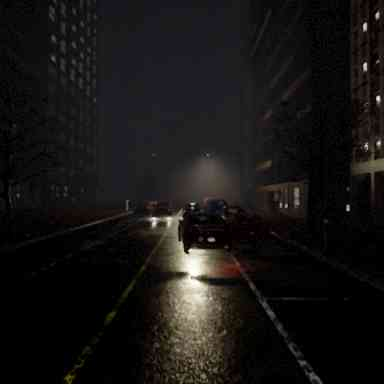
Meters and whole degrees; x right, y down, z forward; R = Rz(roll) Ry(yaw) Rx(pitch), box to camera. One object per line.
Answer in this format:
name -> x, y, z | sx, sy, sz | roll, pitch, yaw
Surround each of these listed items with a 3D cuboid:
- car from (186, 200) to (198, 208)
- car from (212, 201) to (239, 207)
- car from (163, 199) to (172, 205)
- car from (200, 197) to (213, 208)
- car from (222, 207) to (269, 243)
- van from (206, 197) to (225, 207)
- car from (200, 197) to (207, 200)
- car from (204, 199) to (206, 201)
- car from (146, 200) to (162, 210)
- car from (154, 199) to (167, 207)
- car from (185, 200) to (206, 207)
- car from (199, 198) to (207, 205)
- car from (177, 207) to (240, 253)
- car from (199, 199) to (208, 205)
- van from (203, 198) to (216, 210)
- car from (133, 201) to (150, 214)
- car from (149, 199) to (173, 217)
car -> 0.021, 2.129, 58.170 | 1.895, 1.301, 4.718 | 0, 0, 0
car -> 2.668, 1.649, 22.583 | 1.967, 1.590, 4.097 | 0, -1, 0
car -> -5.792, 2.263, 78.963 | 2.008, 1.369, 4.403 | 1, -1, 0
car -> 2.615, 1.878, 62.073 | 2.192, 1.841, 5.009 | 1, -1, 0
car -> 2.675, 1.702, 16.941 | 1.887, 1.381, 4.507 | 0, -1, 0
van -> 2.653, 1.653, 33.866 | 1.690, 1.788, 3.998 | 1, -1, 0
car -> 2.638, 1.728, 45.149 | 2.192, 1.841, 5.009 | 1, -1, 0
car -> 2.643, 1.913, 39.506 | 2.008, 1.369, 4.403 | 1, -1, 0
car -> -5.752, 2.014, 50.751 | 2.008, 1.369, 4.403 | 1, -1, 0
car -> -5.768, 2.114, 62.036 | 2.008, 1.369, 4.403 | 1, -1, 0
car -> 0.051, 1.856, 33.536 | 2.033, 1.411, 5.357 | 0, 0, 0
car -> 2.589, 2.239, 79.164 | 1.752, 1.417, 4.829 | 1, 0, 0
car -> 0.447, 1.613, 14.493 | 1.882, 1.535, 5.008 | 0, -1, -6
car -> 2.596, 2.244, 73.353 | 1.802, 1.307, 4.206 | 1, -1, 0
van -> 2.630, 1.804, 50.790 | 1.690, 1.788, 3.998 | 1, -1, 0
car -> -5.735, 1.803, 39.467 | 1.967, 1.590, 4.097 | 1, -1, 0
car -> -3.145, 1.810, 36.159 | 1.882, 1.535, 5.008 | 0, -1, 0
